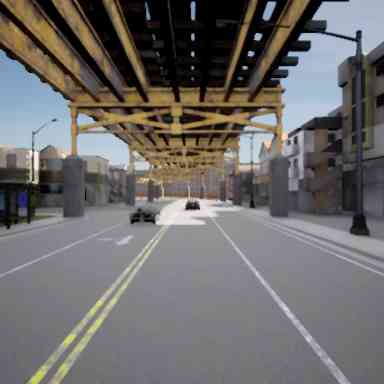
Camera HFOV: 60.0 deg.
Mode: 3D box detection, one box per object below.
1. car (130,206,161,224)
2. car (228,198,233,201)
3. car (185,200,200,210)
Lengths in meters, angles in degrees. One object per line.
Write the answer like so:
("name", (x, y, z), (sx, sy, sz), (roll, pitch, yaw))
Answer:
("car", (-3.505, 1.751, 25.496), (1.895, 1.301, 4.718), (0, 0, 0))
("car", (12.214, 1.793, 90.804), (4.974, 1.542, 2.038), (0, 0, 30))
("car", (0.093, 1.737, 46.248), (1.994, 1.385, 4.181), (0, 0, 0))
